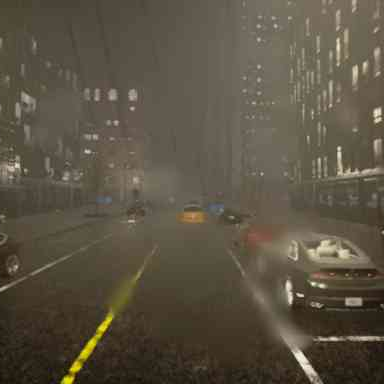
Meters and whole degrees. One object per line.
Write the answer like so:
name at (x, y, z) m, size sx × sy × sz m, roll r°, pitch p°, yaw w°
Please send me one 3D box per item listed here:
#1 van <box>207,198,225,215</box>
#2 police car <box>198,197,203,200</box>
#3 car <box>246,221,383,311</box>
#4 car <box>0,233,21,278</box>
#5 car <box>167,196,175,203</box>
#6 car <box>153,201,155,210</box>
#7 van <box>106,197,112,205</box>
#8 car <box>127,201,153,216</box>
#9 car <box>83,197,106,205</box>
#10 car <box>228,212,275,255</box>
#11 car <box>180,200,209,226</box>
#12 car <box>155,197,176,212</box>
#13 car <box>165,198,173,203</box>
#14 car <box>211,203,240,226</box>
van at (2.677, 1.599, 35.613) m, size 1.690 × 1.788 × 3.998 m, roll 1°, pitch 0°, yaw 0°
police car at (0.069, 1.804, 41.329) m, size 2.038 × 1.542 × 4.974 m, roll 0°, pitch 0°, yaw 0°
car at (2.694, 1.610, 7.727) m, size 2.008 × 1.369 × 4.403 m, roll 1°, pitch 0°, yaw 0°
car at (-5.686, 1.625, 7.743) m, size 1.947 × 1.339 × 4.313 m, roll 1°, pitch 0°, yaw 0°
car at (-5.745, 2.042, 90.432) m, size 1.967 × 1.590 × 4.097 m, roll 1°, pitch 0°, yaw 0°
car at (-5.715, 1.898, 46.764) m, size 1.947 × 1.339 × 4.313 m, roll 1°, pitch 0°, yaw 0°
van at (-19.790, 2.031, 73.639) m, size 3.998 × 1.788 × 1.690 m, roll 0°, pitch -1°, yaw 1°
car at (-5.705, 1.698, 35.617) m, size 1.967 × 1.590 × 4.097 m, roll 1°, pitch 0°, yaw 0°
car at (-19.892, 2.071, 65.257) m, size 4.403 × 1.369 × 2.008 m, roll 0°, pitch -1°, yaw 1°
car at (2.690, 1.682, 13.304) m, size 1.802 × 1.307 × 4.206 m, roll 1°, pitch 0°, yaw 0°
car at (0.081, 1.643, 25.074) m, size 1.801 × 1.575 × 5.366 m, roll 0°, pitch 0°, yaw 0°
car at (-3.100, 1.797, 42.494) m, size 2.128 × 1.511 × 4.902 m, roll 0°, pitch -1°, yaw 0°
car at (-5.743, 2.152, 84.778) m, size 1.802 × 1.307 × 4.206 m, roll 1°, pitch 0°, yaw 0°
car at (2.682, 1.747, 24.457) m, size 1.947 × 1.339 × 4.313 m, roll 1°, pitch 0°, yaw 0°
